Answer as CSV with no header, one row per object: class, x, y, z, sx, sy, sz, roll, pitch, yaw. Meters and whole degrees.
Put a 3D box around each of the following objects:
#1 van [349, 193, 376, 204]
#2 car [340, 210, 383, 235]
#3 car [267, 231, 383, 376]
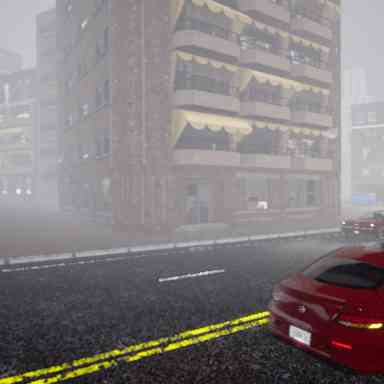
van,28.984,1.020,56.277,3.998,1.788,1.690,1,0,25
car,9.840,1.642,17.353,4.718,1.301,1.895,0,0,-33
car,3.230,1.538,5.183,4.674,1.442,1.812,0,0,-32
